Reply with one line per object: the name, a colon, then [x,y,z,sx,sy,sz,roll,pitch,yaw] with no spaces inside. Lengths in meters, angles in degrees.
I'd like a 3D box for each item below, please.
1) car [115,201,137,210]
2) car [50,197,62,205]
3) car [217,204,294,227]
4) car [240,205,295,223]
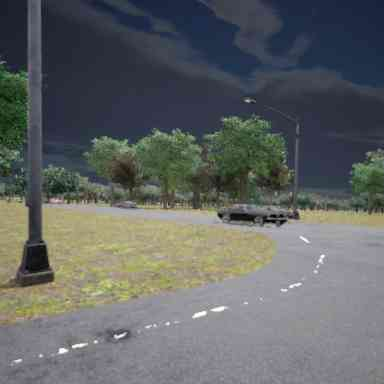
car: [-10.774,2.123,54.230,2.033,1.411,5.357,4,-3,-35]
car: [-30.200,2.006,74.080,2.097,1.767,4.553,3,-3,-27]
car: [3.723,1.461,21.083,1.895,1.301,4.718,4,-3,-35]
car: [6.532,1.887,29.293,1.895,1.301,4.718,4,-3,-35]
